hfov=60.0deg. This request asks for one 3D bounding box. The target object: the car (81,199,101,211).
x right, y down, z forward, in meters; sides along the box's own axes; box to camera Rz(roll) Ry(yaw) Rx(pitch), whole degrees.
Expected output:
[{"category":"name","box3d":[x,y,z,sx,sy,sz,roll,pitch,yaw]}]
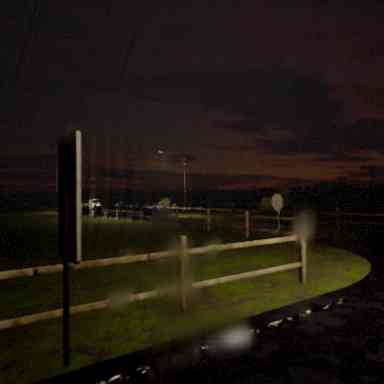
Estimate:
[{"category":"car","box3d":[-17.928,2.303,59.042,2.150,2.045,5.566,0,-1,-34]}]

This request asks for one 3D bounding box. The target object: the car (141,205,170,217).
[{"category":"car","box3d":[-4.366,2.178,39.268,1.994,1.385,4.181,0,-1,-34]}]
